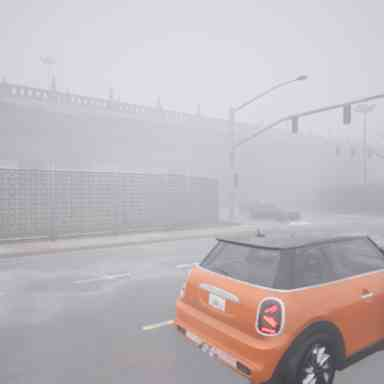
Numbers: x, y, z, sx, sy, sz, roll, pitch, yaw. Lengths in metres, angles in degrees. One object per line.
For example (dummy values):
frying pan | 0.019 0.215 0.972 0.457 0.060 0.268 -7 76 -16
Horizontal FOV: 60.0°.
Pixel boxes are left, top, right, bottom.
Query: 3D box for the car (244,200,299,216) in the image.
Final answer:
car | 6.617 1.610 26.739 1.994 1.385 4.181 0 0 -35

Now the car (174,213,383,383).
car | 2.045 1.350 5.245 4.553 1.767 2.097 0 0 -35

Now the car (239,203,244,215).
car | 6.760 1.523 32.556 1.882 1.535 5.008 0 0 -36
